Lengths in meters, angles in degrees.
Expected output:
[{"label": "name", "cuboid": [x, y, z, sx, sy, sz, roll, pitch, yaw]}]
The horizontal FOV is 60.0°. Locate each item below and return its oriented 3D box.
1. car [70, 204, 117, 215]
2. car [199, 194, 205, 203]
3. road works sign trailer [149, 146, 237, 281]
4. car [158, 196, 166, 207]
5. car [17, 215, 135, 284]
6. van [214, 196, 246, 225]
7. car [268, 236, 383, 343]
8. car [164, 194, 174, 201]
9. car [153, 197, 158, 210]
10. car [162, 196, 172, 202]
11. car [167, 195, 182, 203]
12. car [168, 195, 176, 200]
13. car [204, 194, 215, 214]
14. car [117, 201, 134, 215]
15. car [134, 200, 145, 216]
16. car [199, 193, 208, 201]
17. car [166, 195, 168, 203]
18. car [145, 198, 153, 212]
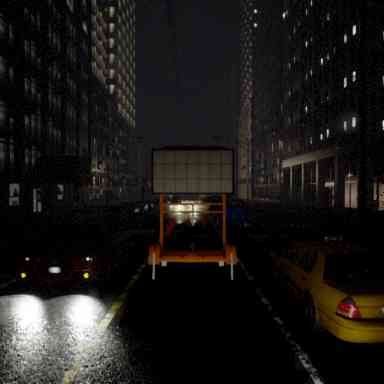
[{"label": "car", "cuboid": [-5.661, 1.547, 17.815, 2.008, 1.369, 4.403, -1, 0, 0]}, {"label": "car", "cuboid": [2.814, 1.536, 63.267, 2.008, 1.369, 4.403, -1, 0, 0]}, {"label": "road works sign trailer", "cuboid": [0.025, 0.462, 9.840, 2.380, 3.560, 2.880, 0, 0, 0]}, {"label": "car", "cuboid": [-5.591, 1.539, 51.917, 2.008, 1.369, 4.403, -1, 0, 0]}, {"label": "car", "cuboid": [-3.082, 1.562, 9.456, 1.994, 1.385, 4.181, 0, 0, 0]}, {"label": "van", "cuboid": [2.729, 1.336, 23.481, 1.690, 1.788, 3.998, -1, 0, 0]}, {"label": "car", "cuboid": [2.696, 1.524, 6.600, 1.752, 1.417, 4.829, -1, 0, 0]}, {"label": "car", "cuboid": [-5.532, 1.420, 80.335, 1.967, 1.590, 4.097, -1, 0, 0]}, {"label": "car", "cuboid": [-5.614, 1.573, 40.550, 1.802, 1.307, 4.206, -1, 0, 0]}, {"label": "car", "cuboid": [-5.543, 1.564, 74.651, 1.802, 1.307, 4.206, -1, 0, 0]}, {"label": "car", "cuboid": [-2.895, 1.493, 59.705, 1.837, 1.490, 4.892, 0, -1, 0]}, {"label": "car", "cuboid": [-5.508, 1.502, 91.533, 1.752, 1.417, 4.829, -1, 0, 0]}, {"label": "car", "cuboid": [2.752, 1.307, 34.849, 2.192, 1.841, 5.009, -1, 0, 0]}, {"label": "car", "cuboid": [-5.649, 1.560, 23.499, 1.947, 1.339, 4.313, -1, 0, 0]}, {"label": "car", "cuboid": [-5.637, 1.538, 29.183, 1.887, 1.381, 4.507, -1, 0, 0]}, {"label": "car", "cuboid": [2.858, 1.293, 86.002, 2.192, 1.841, 5.009, -1, 0, 0]}, {"label": "car", "cuboid": [-5.567, 1.536, 63.284, 2.008, 1.369, 4.403, -1, 0, 0]}, {"label": "car", "cuboid": [-5.626, 1.543, 34.866, 2.008, 1.369, 4.403, -1, 0, 0]}]
